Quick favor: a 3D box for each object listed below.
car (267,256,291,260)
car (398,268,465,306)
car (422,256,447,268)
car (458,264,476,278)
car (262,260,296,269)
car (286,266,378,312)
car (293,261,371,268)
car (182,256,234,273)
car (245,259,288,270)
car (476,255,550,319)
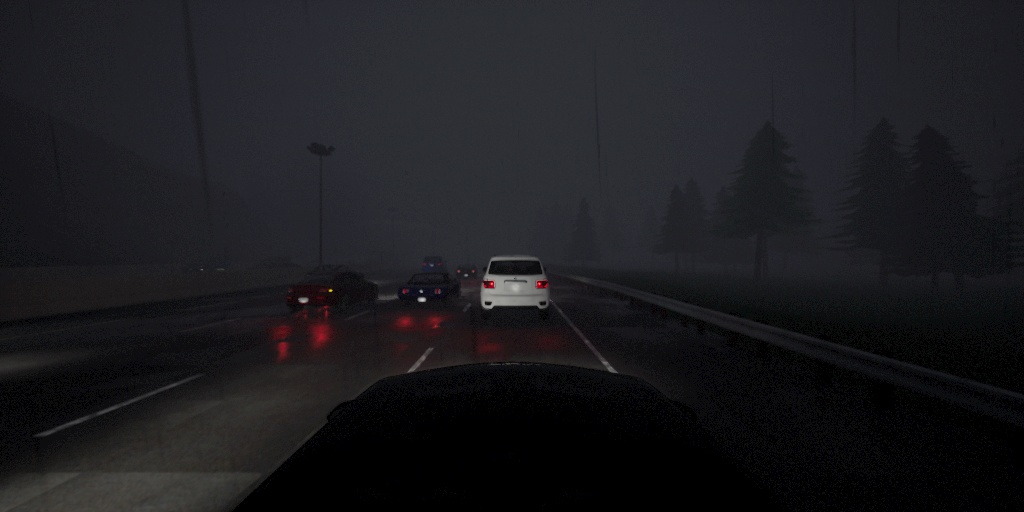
[{"bbox_3d":[-30.650,1.035,46.668,2.150,2.045,5.566,0,0,-9],"label":"car"},{"bbox_3d":[-3.422,1.371,15.803,1.895,1.301,4.718,0,0,0],"label":"car"},{"bbox_3d":[-8.110,1.023,37.771,2.150,2.045,5.566,0,0,-6],"label":"car"},{"bbox_3d":[-4.206,1.397,33.675,1.895,1.301,4.718,0,0,-5],"label":"car"},{"bbox_3d":[-22.128,1.361,35.227,1.994,1.385,4.181,0,0,-6],"label":"car"},{"bbox_3d":[-6.911,1.293,14.174,1.812,1.442,4.674,0,0,0],"label":"car"},{"bbox_3d":[-10.542,1.270,21.614,2.128,1.511,4.902,0,0,-2],"label":"car"},{"bbox_3d":[-33.117,1.027,39.304,2.150,2.045,5.566,0,0,-7],"label":"car"},{"bbox_3d":[-25.884,1.326,37.511,1.812,1.442,4.674,0,0,-6],"label":"car"},{"bbox_3d":[0.098,0.987,13.034,2.150,2.045,5.566,0,0,0],"label":"car"}]
